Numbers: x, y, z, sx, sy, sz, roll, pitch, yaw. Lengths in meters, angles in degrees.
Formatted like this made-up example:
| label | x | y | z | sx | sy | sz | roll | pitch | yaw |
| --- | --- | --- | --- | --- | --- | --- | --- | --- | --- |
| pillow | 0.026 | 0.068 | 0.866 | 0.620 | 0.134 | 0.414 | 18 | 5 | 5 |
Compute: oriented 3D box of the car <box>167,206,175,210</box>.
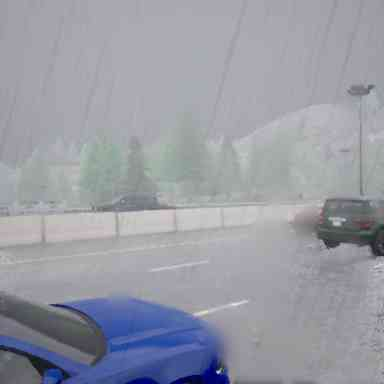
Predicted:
| label | x | y | z | sx | sy | sz | roll | pitch | yaw |
| --- | --- | --- | --- | --- | --- | --- | --- | --- | --- |
| car | -3.826 | 1.573 | 31.239 | 4.718 | 1.301 | 1.895 | 0 | 0 | -35 |

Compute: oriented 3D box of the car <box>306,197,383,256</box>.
| label | x | y | z | sx | sy | sz | roll | pitch | yaw |
| --- | --- | --- | --- | --- | --- | --- | --- | --- | --- |
| car | 7.272 | 1.196 | 13.235 | 5.566 | 2.045 | 2.150 | 0 | 0 | -36 |

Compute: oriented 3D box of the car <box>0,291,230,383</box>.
| label | x | y | z | sx | sy | sz | roll | pitch | yaw |
| --- | --- | --- | --- | --- | --- | --- | --- | --- | --- |
| car | -1.940 | 1.478 | 2.363 | 5.008 | 1.535 | 1.882 | 0 | 0 | -36 |

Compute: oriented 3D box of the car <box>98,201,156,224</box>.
| label | x | y | z | sx | sy | sz | roll | pitch | yaw |
| --- | --- | --- | --- | --- | --- | --- | --- | --- | --- |
| car | -4.609 | 1.549 | 22.151 | 4.181 | 1.385 | 1.994 | 0 | 0 | -35 |

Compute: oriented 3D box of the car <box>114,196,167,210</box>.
| label | x | y | z | sx | sy | sz | roll | pitch | yaw |
| --- | --- | --- | --- | --- | --- | --- | --- | --- | --- |
| car | -5.107 | 1.204 | 26.075 | 5.566 | 2.045 | 2.150 | 0 | 0 | -35 |

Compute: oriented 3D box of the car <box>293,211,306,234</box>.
| label | x | y | z | sx | sy | sz | roll | pitch | yaw |
| --- | --- | --- | --- | --- | --- | --- | --- | --- | --- |
| car | 7.255 | 1.496 | 17.523 | 4.674 | 1.442 | 1.812 | 0 | 0 | -36 |
